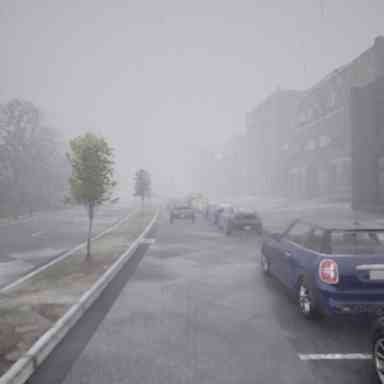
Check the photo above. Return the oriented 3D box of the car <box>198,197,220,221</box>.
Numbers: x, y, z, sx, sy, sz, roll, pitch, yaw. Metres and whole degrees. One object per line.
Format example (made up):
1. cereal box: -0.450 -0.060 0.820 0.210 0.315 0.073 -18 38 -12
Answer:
1. car: 1.965 1.459 29.725 2.097 1.535 5.008 0 0 -4

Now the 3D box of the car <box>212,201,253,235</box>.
1. car: 2.608 1.473 18.613 2.231 1.521 4.892 0 0 -2

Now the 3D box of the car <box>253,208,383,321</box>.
1. car: 2.983 1.354 7.473 2.185 1.767 4.553 0 0 -1

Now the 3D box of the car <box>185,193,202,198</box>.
1. car: 0.337 1.159 46.371 2.435 2.045 5.566 0 0 -7

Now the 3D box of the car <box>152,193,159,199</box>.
1. car: -8.560 1.114 89.960 2.097 1.535 5.008 0 0 -16

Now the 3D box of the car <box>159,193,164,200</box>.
1. car: -6.055 1.220 80.695 2.163 1.488 4.792 0 0 -13

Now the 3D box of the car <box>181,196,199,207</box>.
1. car: -0.385 1.385 51.873 2.231 1.521 4.892 0 0 -7

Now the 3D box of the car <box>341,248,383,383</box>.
1. car: 3.064 1.510 1.974 2.163 1.488 4.792 0 0 0

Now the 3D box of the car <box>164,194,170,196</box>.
1. car: -4.441 1.237 73.841 1.946 1.575 5.366 0 0 -12

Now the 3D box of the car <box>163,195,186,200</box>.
1. car: -2.289 1.499 42.900 1.994 1.385 4.181 0 0 -6

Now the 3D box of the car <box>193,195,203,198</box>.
1. car: 1.509 1.445 35.460 1.946 1.575 5.366 0 0 -4

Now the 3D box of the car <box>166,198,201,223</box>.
1. car: -0.781 1.471 25.689 2.128 1.511 4.902 0 0 -3
